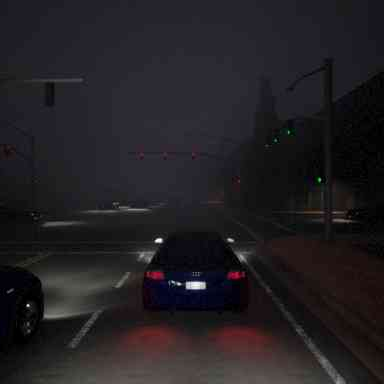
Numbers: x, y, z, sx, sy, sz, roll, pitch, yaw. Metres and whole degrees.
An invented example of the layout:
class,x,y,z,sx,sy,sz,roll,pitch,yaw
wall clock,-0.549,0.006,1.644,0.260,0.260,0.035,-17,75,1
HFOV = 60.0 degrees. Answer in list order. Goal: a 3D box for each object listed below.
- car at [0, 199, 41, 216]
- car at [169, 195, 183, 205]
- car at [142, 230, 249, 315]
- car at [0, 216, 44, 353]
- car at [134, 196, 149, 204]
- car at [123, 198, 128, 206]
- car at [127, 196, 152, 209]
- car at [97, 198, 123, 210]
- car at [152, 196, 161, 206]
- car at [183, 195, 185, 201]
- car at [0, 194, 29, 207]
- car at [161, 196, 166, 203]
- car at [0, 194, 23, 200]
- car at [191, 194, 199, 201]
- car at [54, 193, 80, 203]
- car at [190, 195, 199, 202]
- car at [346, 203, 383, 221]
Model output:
class,x,y,z,sx,sy,sz,roll,pitch,yaw
car,-13.081,1.506,22.988,4.892,1.490,1.837,0,1,-14
car,-3.130,1.564,60.619,1.994,1.385,4.181,0,0,1
car,0.066,1.564,7.677,1.994,1.385,4.181,0,0,0
car,-3.442,1.352,3.538,2.097,1.767,4.553,0,0,0
car,-10.091,1.492,66.880,2.128,1.511,4.902,0,0,2
car,-10.527,1.564,51.813,1.994,1.385,4.181,0,0,4
car,-7.169,1.564,46.102,1.994,1.385,4.181,0,0,2
car,-10.734,1.505,42.892,1.837,1.490,4.892,0,0,1
car,-6.918,1.525,56.243,1.812,1.442,4.674,0,0,2
car,-2.644,1.500,83.028,1.837,1.490,4.892,0,0,2
car,-24.912,1.156,46.041,3.866,1.878,1.905,0,0,0
car,-6.547,1.564,68.042,1.994,1.385,4.181,0,0,2
car,-24.969,1.153,43.146,4.605,1.855,1.932,0,0,0
car,0.864,1.395,83.281,1.882,1.535,5.008,0,0,2
car,-24.937,1.156,65.664,3.866,1.878,1.905,0,0,0
car,0.584,1.534,72.637,2.033,1.411,5.357,0,0,2
car,15.241,1.547,26.458,5.357,1.411,2.033,0,0,0
